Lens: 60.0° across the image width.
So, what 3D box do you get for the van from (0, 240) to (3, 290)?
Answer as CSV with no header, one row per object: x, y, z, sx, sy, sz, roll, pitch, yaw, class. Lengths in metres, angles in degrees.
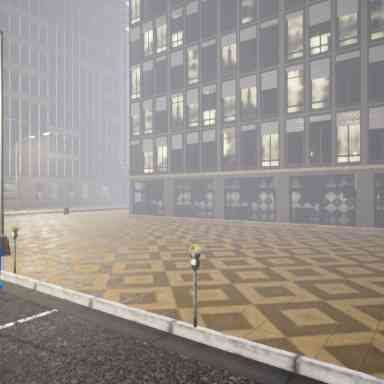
-5.636,1.337,7.009,3.998,1.788,1.690,0,0,36,van
